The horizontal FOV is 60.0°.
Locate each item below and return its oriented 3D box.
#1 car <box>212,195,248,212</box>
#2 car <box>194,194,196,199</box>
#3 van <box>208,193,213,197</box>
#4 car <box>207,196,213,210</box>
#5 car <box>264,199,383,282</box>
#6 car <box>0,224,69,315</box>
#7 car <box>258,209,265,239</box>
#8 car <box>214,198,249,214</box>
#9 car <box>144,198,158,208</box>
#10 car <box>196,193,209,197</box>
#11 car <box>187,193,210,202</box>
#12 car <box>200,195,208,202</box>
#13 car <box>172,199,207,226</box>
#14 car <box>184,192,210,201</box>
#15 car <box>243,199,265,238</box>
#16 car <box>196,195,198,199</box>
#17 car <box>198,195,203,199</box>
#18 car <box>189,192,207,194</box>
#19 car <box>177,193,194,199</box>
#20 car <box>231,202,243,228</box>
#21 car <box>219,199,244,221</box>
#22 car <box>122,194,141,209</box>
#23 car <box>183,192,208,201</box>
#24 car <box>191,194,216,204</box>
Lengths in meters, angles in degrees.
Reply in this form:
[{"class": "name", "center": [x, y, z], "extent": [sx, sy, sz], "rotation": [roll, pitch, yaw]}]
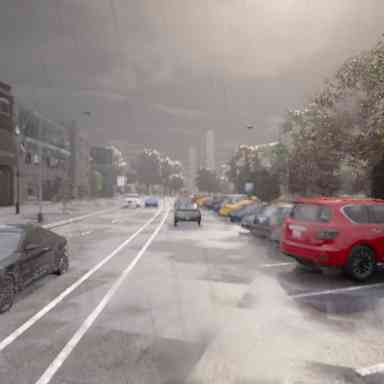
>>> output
[{"class": "car", "center": [4.609, 1.375, 30.511], "extent": [4.553, 1.767, 2.185], "rotation": [1, 0, -23]}, {"class": "car", "center": [3.243, 1.567, 54.245], "extent": [5.008, 1.535, 2.097], "rotation": [1, 0, -24]}, {"class": "van", "center": [4.471, 1.291, 36.505], "extent": [4.442, 1.987, 1.878], "rotation": [1, 0, -23]}, {"class": "car", "center": [4.515, 1.508, 33.482], "extent": [5.008, 1.535, 2.097], "rotation": [1, 0, -23]}, {"class": "car", "center": [5.267, 1.230, 9.743], "extent": [5.566, 2.045, 2.435], "rotation": [1, 0, -21]}, {"class": "car", "center": [-4.338, 1.523, 7.666], "extent": [1.812, 1.442, 4.674], "rotation": [0, 0, -1]}, {"class": "car", "center": [5.191, 1.521, 12.696], "extent": [4.674, 1.452, 2.002], "rotation": [1, 0, -21]}, {"class": "car", "center": [4.754, 1.495, 27.550], "extent": [5.008, 1.535, 2.097], "rotation": [1, 0, -22]}, {"class": "car", "center": [-5.997, 1.559, 49.314], "extent": [1.882, 1.535, 5.008], "rotation": [0, 0, -4]}, {"class": "car", "center": [3.492, 1.434, 51.289], "extent": [4.553, 1.767, 2.185], "rotation": [1, 0, -24]}, {"class": "car", "center": [1.437, 1.242, 74.992], "extent": [4.553, 1.767, 2.185], "rotation": [0, 2, -26]}, {"class": "car", "center": [4.046, 1.532, 42.382], "extent": [5.008, 1.535, 2.097], "rotation": [1, 0, -24]}, {"class": "car", "center": [-0.350, 1.498, 23.723], "extent": [2.128, 1.511, 4.902], "rotation": [0, 0, -2]}, {"class": "car", "center": [1.076, 1.051, 77.913], "extent": [5.566, 2.045, 2.435], "rotation": [0, 2, -26]}, {"class": "car", "center": [5.096, 1.356, 15.663], "extent": [4.553, 1.767, 2.185], "rotation": [1, 0, -21]}, {"class": "car", "center": [3.835, 1.550, 48.394], "extent": [5.366, 1.575, 1.946], "rotation": [1, -1, -24]}, {"class": "car", "center": [3.849, 1.541, 45.354], "extent": [5.008, 1.535, 2.097], "rotation": [1, -1, -24]}, {"class": "car", "center": [2.810, 1.310, 60.190], "extent": [5.566, 2.045, 2.435], "rotation": [1, 0, -25]}, {"class": "car", "center": [-1.198, 1.404, 42.016], "extent": [2.097, 1.767, 4.553], "rotation": [0, 0, -3]}, {"class": "car", "center": [5.062, 1.485, 18.636], "extent": [4.892, 1.521, 2.231], "rotation": [1, 0, -22]}, {"class": "car", "center": [4.841, 1.520, 24.567], "extent": [4.792, 1.488, 2.163], "rotation": [1, 0, -22]}, {"class": "car", "center": [-8.748, 1.308, 48.574], "extent": [2.150, 2.045, 5.566], "rotation": [0, 0, -4]}, {"class": "car", "center": [0.802, 0.985, 80.902], "extent": [5.566, 2.045, 2.435], "rotation": [0, 1, -26]}, {"class": "car", "center": [2.243, 1.389, 66.087], "extent": [4.553, 1.767, 2.185], "rotation": [0, 1, -25]}]
